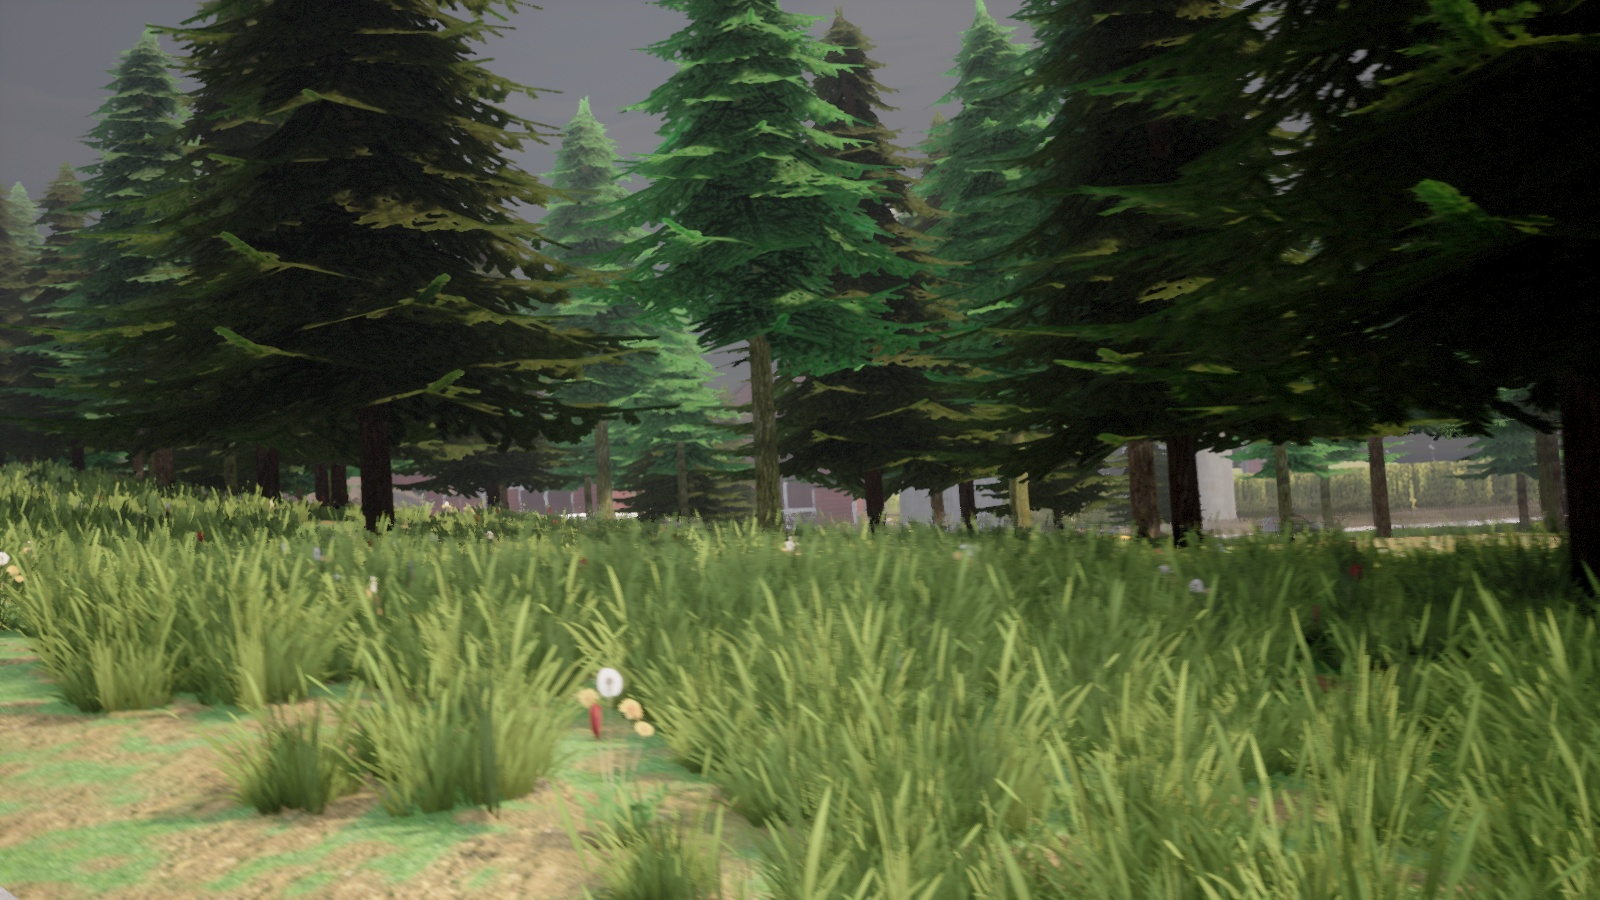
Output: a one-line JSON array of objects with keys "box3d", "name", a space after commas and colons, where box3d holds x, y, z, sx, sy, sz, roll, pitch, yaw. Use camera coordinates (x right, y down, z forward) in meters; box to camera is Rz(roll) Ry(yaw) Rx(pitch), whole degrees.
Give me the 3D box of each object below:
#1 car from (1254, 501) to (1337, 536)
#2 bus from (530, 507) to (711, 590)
[{"box3d": [28.293, 3.910, 71.813, 3.988, 1.617, 1.851, -5, -2, 10], "name": "car"}, {"box3d": [-11.205, 6.157, 78.878, 10.273, 4.253, 3.944, -5, -2, 10], "name": "bus"}]
